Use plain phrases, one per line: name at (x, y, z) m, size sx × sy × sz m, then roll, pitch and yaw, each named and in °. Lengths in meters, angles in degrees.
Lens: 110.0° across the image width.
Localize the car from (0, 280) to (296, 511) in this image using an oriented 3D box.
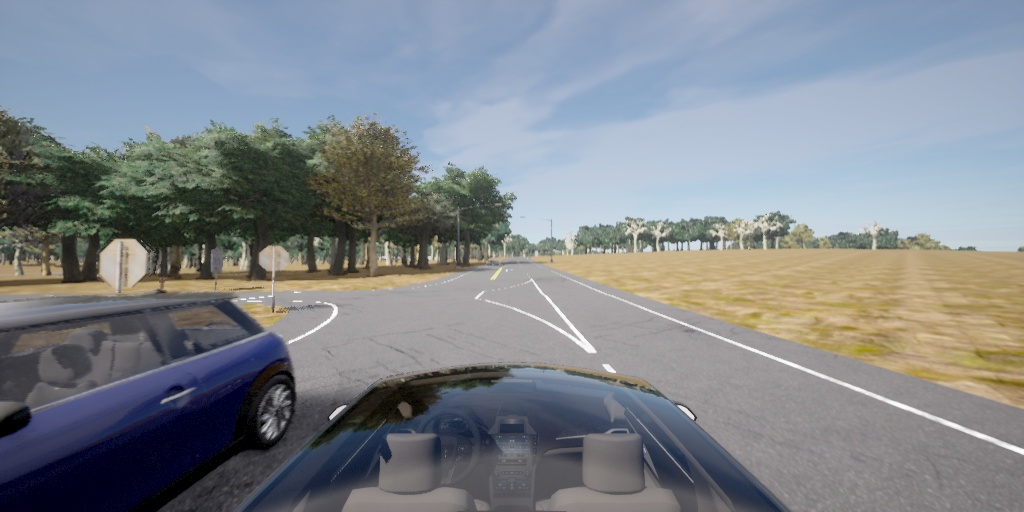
car at (-3.503, 1.110, 2.160) m, size 2.097 × 1.767 × 4.553 m, roll 0°, pitch -1°, yaw 0°

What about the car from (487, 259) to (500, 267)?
car at (-3.258, 1.268, 65.065) m, size 1.994 × 1.385 × 4.181 m, roll 0°, pitch 0°, yaw 4°
